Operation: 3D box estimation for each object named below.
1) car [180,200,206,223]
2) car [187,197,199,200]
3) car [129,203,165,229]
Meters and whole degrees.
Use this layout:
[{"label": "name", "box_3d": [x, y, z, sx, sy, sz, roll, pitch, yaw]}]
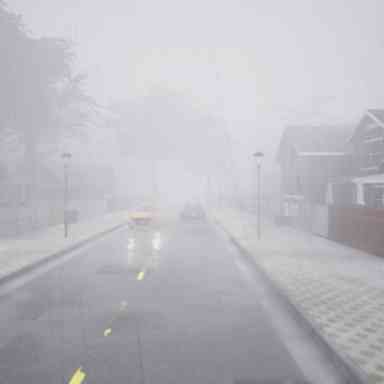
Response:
[{"label": "car", "box_3d": [0.078, 1.579, 25.920, 1.994, 1.385, 4.181, 0, 0, 0]}, {"label": "car", "box_3d": [0.091, 1.388, 42.526, 2.097, 1.767, 4.553, 0, 0, 0]}, {"label": "car", "box_3d": [-2.832, 1.488, 21.754, 1.882, 1.535, 5.008, 0, 0, 0]}]
